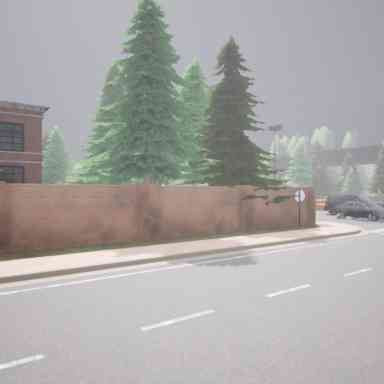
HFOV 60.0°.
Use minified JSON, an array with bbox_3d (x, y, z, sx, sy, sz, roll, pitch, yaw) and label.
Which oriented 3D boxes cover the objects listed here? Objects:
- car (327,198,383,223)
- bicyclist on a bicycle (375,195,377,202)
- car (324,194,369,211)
[{"bbox_3d":[13.522,1.491,26.172,2.128,1.511,4.902,0,0,-23],"label":"car"},{"bbox_3d":[30.122,1.300,54.233,1.656,1.620,0.582,0,0,-35],"label":"bicyclist on a bicycle"},{"bbox_3d":[15.234,1.222,31.123,2.150,2.045,5.566,0,0,-35],"label":"car"}]
